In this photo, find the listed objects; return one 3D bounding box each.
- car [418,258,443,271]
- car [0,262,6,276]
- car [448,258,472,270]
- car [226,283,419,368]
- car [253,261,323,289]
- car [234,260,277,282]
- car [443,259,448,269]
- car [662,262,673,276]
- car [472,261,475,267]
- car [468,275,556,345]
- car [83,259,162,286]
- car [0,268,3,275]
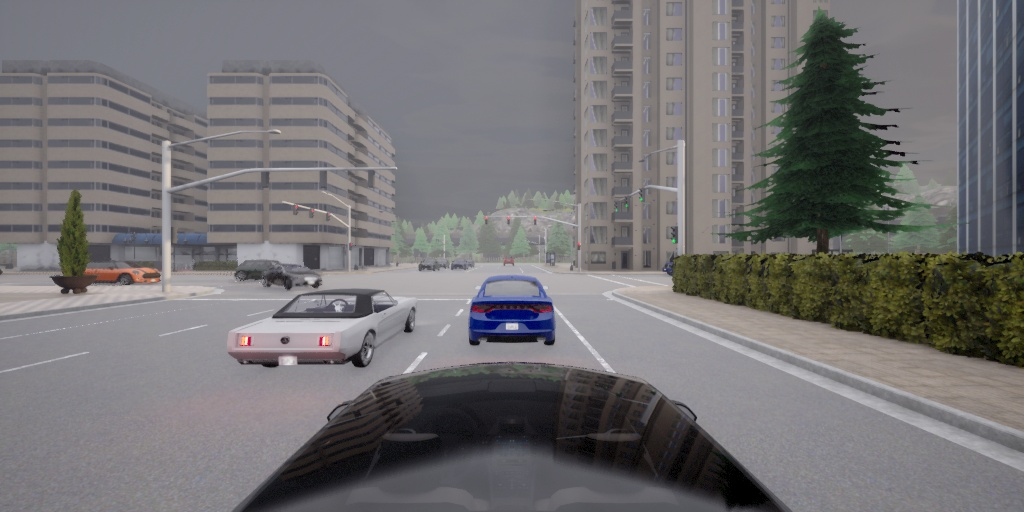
[{"bbox_3d":[-11.012,1.102,47.905,2.097,1.767,4.553,0,0,0],"label":"car"},{"bbox_3d":[-53.612,1.314,35.521,4.181,1.385,1.994,0,0,0],"label":"car"},{"bbox_3d":[-7.547,1.102,52.124,2.097,1.767,4.553,0,0,0],"label":"car"},{"bbox_3d":[-3.496,1.351,7.829,1.895,1.301,4.718,0,0,0],"label":"car"},{"bbox_3d":[-13.462,1.241,21.922,4.902,1.511,2.128,0,-1,35],"label":"car"},{"bbox_3d":[-19.281,1.101,28.645,4.553,1.767,2.097,0,0,-5],"label":"car"},{"bbox_3d":[-11.083,1.255,56.990,1.837,1.490,4.892,0,0,0],"label":"car"},{"bbox_3d":[17.892,0.971,35.442,5.566,2.045,2.150,0,0,0],"label":"car"},{"bbox_3d":[-7.610,1.297,62.565,2.033,1.411,5.357,0,0,1],"label":"car"},{"bbox_3d":[-0.004,1.228,9.495,1.882,1.535,5.008,0,0,0],"label":"car"},{"bbox_3d":[-27.031,1.102,24.782,4.553,1.767,2.097,0,0,0],"label":"car"},{"bbox_3d":[-38.804,1.255,24.807,4.892,1.490,1.837,0,0,0],"label":"car"}]
